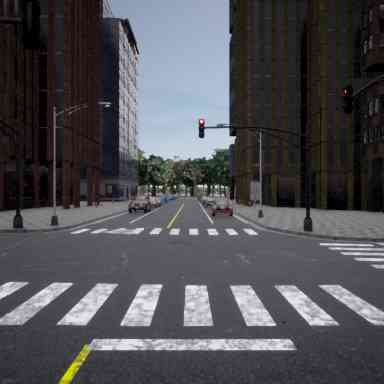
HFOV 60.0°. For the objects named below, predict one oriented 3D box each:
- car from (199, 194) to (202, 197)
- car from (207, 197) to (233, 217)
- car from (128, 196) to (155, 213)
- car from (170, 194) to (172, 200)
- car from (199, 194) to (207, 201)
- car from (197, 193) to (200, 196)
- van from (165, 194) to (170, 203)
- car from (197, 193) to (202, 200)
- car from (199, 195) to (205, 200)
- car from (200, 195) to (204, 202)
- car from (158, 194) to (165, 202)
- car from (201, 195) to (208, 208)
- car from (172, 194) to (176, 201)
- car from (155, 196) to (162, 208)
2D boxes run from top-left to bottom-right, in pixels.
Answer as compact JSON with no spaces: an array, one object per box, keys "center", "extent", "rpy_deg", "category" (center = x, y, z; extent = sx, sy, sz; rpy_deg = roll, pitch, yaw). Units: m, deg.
[{"center":[2.745,1.542,64.578],"extent":[1.752,1.417,4.829],"rpy_deg":[0,0,0],"category":"car"},{"center":[2.754,1.444,31.783],"extent":[1.967,1.590,4.097],"rpy_deg":[0,0,0],"category":"car"},{"center":[-5.773,1.321,37.218],"extent":[2.192,1.841,5.009],"rpy_deg":[0,0,0],"category":"car"},{"center":[-5.782,1.571,69.844],"extent":[2.008,1.369,4.403],"rpy_deg":[0,0,0],"category":"car"},{"center":[2.747,1.559,58.971],"extent":[1.887,1.381,4.507],"rpy_deg":[0,0,0],"category":"car"},{"center":[2.740,1.342,80.721],"extent":[2.192,1.841,5.009],"rpy_deg":[0,0,0],"category":"car"},{"center":[-5.780,1.358,64.406],"extent":[1.690,1.788,3.998],"rpy_deg":[0,0,0],"category":"van"},{"center":[2.742,1.549,75.453],"extent":[1.752,1.417,4.829],"rpy_deg":[0,0,0],"category":"car"},{"center":[2.738,1.561,91.766],"extent":[1.752,1.417,4.829],"rpy_deg":[0,0,0],"category":"car"},{"center":[2.748,1.556,53.533],"extent":[1.887,1.381,4.507],"rpy_deg":[0,0,0],"category":"car"},{"center":[-5.777,1.537,53.361],"extent":[1.752,1.417,4.829],"rpy_deg":[0,0,0],"category":"car"},{"center":[2.750,1.560,48.095],"extent":[2.008,1.369,4.403],"rpy_deg":[0,0,0],"category":"car"},{"center":[-5.786,1.597,86.156],"extent":[1.947,1.339,4.313],"rpy_deg":[0,0,0],"category":"car"},{"center":[-5.776,1.592,48.093],"extent":[1.802,1.307,4.206],"rpy_deg":[0,0,0],"category":"car"}]
